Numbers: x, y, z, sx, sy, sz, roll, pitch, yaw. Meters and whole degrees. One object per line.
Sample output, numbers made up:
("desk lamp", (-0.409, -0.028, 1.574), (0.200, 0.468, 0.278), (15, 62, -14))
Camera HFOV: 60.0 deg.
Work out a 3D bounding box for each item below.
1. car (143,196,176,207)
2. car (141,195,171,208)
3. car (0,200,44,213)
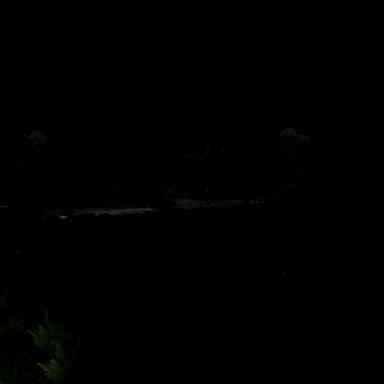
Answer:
("car", (-4.143, 1.436, 42.770), (1.895, 1.301, 4.718), (0, 0, 36))
("car", (-4.967, 1.287, 46.568), (1.816, 1.474, 4.193), (7, 4, 33))
("car", (-13.095, 1.329, 23.883), (2.128, 1.511, 4.902), (0, 0, 35))
